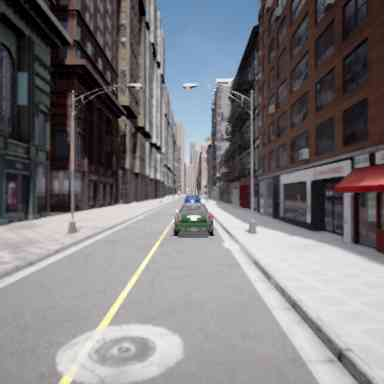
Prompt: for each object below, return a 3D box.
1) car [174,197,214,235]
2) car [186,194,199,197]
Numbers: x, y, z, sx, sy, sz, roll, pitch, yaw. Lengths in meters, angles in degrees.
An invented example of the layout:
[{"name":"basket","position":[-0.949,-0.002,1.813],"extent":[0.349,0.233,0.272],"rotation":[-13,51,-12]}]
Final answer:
[{"name":"car","position":[0.095,1.387,18.990],"extent":[2.097,1.767,4.553],"rotation":[0,0,0]},{"name":"car","position":[0.087,1.314,43.722],"extent":[2.150,2.045,5.566],"rotation":[0,0,0]}]
